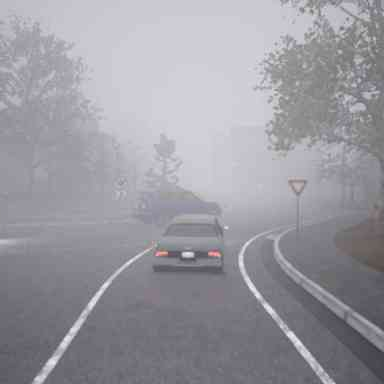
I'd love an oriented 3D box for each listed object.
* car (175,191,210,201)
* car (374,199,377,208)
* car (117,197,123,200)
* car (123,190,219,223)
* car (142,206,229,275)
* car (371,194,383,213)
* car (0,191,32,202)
[{"bbox_3d":[0.097,0.570,52.438,5.357,1.411,2.033,1,1,36],"label":"car"},{"bbox_3d":[18.181,0.896,26.804,5.566,2.045,2.150,3,1,2],"label":"car"},{"bbox_3d":[-9.585,0.646,52.296,4.181,1.385,1.994,0,1,9],"label":"car"},{"bbox_3d":[-0.851,0.888,19.558,5.566,2.045,2.150,-1,2,-35],"label":"car"},{"bbox_3d":[0.111,1.408,9.999,2.033,1.411,5.357,0,1,5],"label":"car"},{"bbox_3d":[19.047,1.142,29.693,5.008,1.535,1.882,3,1,1],"label":"car"},{"bbox_3d":[-25.024,0.578,46.208,1.882,1.535,5.008,1,1,44],"label":"car"}]
